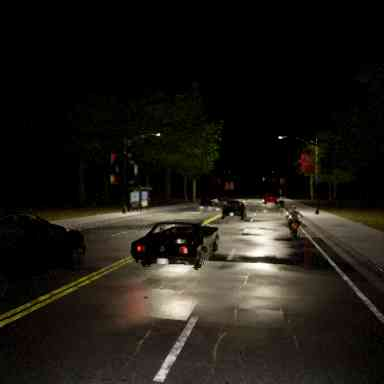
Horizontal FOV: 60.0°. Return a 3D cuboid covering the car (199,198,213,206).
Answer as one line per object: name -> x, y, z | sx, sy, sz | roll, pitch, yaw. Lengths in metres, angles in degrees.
car -> 2.441, 1.568, 53.177 | 1.994, 1.385, 4.181 | 0, 0, 13

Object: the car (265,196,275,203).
car -> 16.920, 1.552, 72.303 | 2.033, 1.411, 5.357 | 0, 0, 13

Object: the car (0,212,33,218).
car -> -7.037, 1.503, 11.828 | 1.837, 1.490, 4.892 | 0, 0, 13

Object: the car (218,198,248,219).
car -> 3.706, 1.505, 28.723 | 1.837, 1.490, 4.892 | 0, 0, 13

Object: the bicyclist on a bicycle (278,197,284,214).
bicyclist on a bicycle -> 8.807, 1.372, 32.886 | 0.659, 1.776, 1.843 | 0, 0, 13

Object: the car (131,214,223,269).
car -> -0.295, 1.600, 11.254 | 1.895, 1.301, 4.718 | 0, 0, 13

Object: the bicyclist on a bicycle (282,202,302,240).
bicyclist on a bicycle -> 4.936, 1.436, 16.068 | 0.866, 1.612, 1.509 | 0, 0, 13

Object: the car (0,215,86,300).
car -> -4.469, 1.525, 8.489 | 1.812, 1.442, 4.674 | 0, 0, 13

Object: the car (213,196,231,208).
car -> 4.807, 1.355, 48.963 | 2.097, 1.767, 4.553 | 0, 0, 13

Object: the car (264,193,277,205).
car -> 14.220, 1.230, 60.028 | 2.150, 2.045, 5.566 | 0, 0, 12
